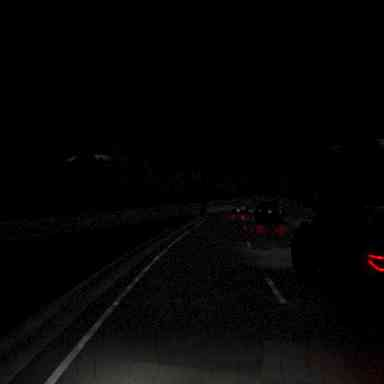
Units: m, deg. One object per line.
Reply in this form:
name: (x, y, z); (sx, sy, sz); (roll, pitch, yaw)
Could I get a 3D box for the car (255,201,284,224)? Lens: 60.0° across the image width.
car: (6.428, 1.619, 27.952); (2.097, 1.767, 4.553); (0, -1, 10)

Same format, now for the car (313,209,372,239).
car: (8.645, 1.790, 19.631); (1.895, 1.301, 4.718); (0, -1, 8)

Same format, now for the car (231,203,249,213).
car: (6.112, 2.001, 42.054); (1.895, 1.301, 4.718); (0, -1, 14)

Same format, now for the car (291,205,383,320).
car: (3.920, 1.296, 7.568); (2.150, 2.045, 5.566); (0, 0, 3)
